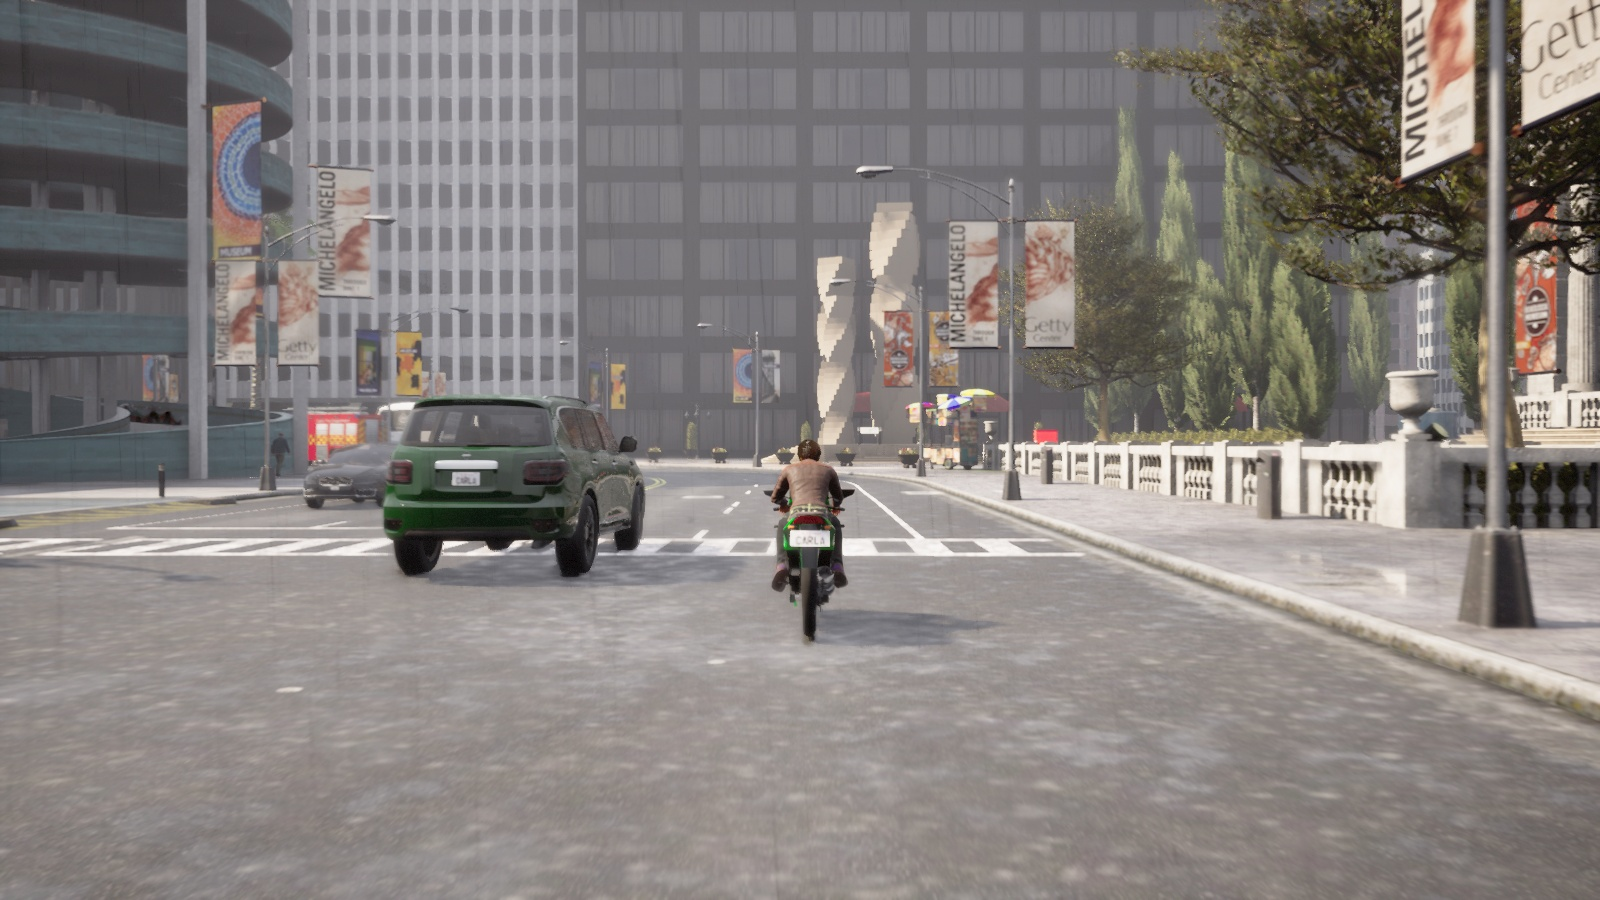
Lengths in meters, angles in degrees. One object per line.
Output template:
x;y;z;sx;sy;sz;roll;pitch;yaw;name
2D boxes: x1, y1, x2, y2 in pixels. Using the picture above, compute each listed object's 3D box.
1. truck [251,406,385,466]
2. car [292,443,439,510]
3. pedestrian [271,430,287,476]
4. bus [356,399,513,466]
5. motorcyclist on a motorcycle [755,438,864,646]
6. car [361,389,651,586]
-31.598;-0.908;82.323;8.468;3.827;2.891;0;0;22;truck
-10.318;0.573;30.227;1.837;1.490;4.892;0;0;0;car
-21.007;0.101;50.653;0.402;1.842;0.726;0;0;-4;pedestrian
-24.214;-1.118;83.066;10.273;4.253;3.944;0;0;30;bus
0.074;0.671;10.252;0.797;1.523;2.044;0;0;0;motorcyclist on a motorcycle
-3.394;0.373;15.847;2.150;2.045;5.566;0;0;2;car
